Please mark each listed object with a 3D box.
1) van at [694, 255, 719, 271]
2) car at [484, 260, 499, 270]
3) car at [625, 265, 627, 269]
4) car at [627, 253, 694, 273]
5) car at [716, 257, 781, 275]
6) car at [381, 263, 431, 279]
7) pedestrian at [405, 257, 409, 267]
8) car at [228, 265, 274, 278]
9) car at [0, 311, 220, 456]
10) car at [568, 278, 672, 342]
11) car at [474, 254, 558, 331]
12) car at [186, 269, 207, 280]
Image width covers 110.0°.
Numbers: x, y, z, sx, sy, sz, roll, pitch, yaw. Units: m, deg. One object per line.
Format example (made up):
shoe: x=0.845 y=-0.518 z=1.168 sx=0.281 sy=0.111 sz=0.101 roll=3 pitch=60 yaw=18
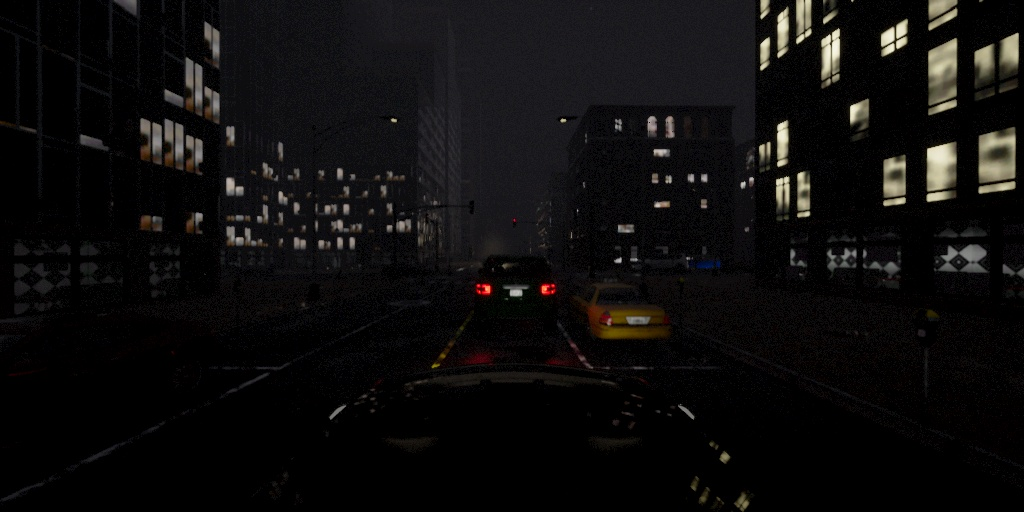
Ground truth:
van: x=20.932 y=0.771 z=39.862 sx=3.998 sy=1.789 sz=1.690 roll=0 pitch=0 yaw=-1
car: x=-2.932 y=1.262 z=52.027 sx=2.033 sy=1.411 sz=5.357 roll=0 pitch=0 yaw=-3
car: x=15.277 y=0.815 z=39.795 sx=5.009 sy=1.841 sz=2.192 roll=0 pitch=0 yaw=-1
car: x=15.390 y=0.728 z=37.330 sx=5.566 sy=2.045 sz=2.150 roll=-1 pitch=0 yaw=-1
car: x=21.050 y=0.996 z=31.982 sx=4.507 sy=1.381 sz=1.888 roll=0 pitch=0 yaw=-1
car: x=-10.142 y=1.367 z=34.451 sx=4.674 sy=1.442 sz=1.812 roll=-1 pitch=0 yaw=-8
pedestrian: x=-12.400 y=0.990 z=42.392 sx=0.375 sy=1.860 sz=0.375 roll=0 pitch=1 yaw=-1
car: x=-28.448 y=1.620 z=39.189 sx=4.403 sy=1.370 sz=2.007 roll=0 pitch=0 yaw=-1
car: x=-5.318 y=1.330 z=3.836 sx=1.802 sy=1.307 sz=4.207 roll=0 pitch=0 yaw=0
car: x=2.555 y=1.269 z=9.575 sx=1.751 sy=1.417 sz=4.829 roll=0 pitch=0 yaw=0
car: x=0.087 y=0.964 z=11.127 sx=2.150 sy=2.045 sz=5.566 roll=0 pitch=0 yaw=0
car: x=-32.030 y=1.681 z=33.756 sx=5.357 sy=1.411 sz=2.033 roll=-1 pitch=0 yaw=-1
